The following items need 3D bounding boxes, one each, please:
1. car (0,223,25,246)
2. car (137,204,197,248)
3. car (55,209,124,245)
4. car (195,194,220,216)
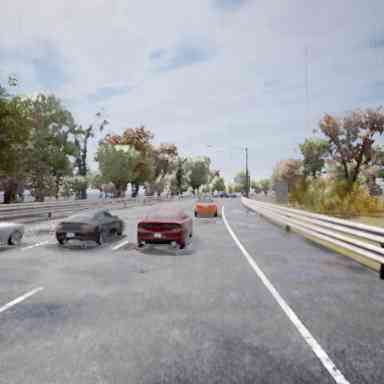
[{"bbox_3d":[-8.303,1.583,12.305,1.895,1.301,4.718,0,0,5],"label":"car"},{"bbox_3d":[-1.053,1.460,14.815,1.882,1.535,5.008,0,0,5],"label":"car"},{"bbox_3d":[-4.528,1.506,15.257,1.812,1.442,4.674,0,0,5],"label":"car"},{"bbox_3d":[1.390,1.317,32.054,2.097,1.767,4.553,0,0,4],"label":"car"}]
